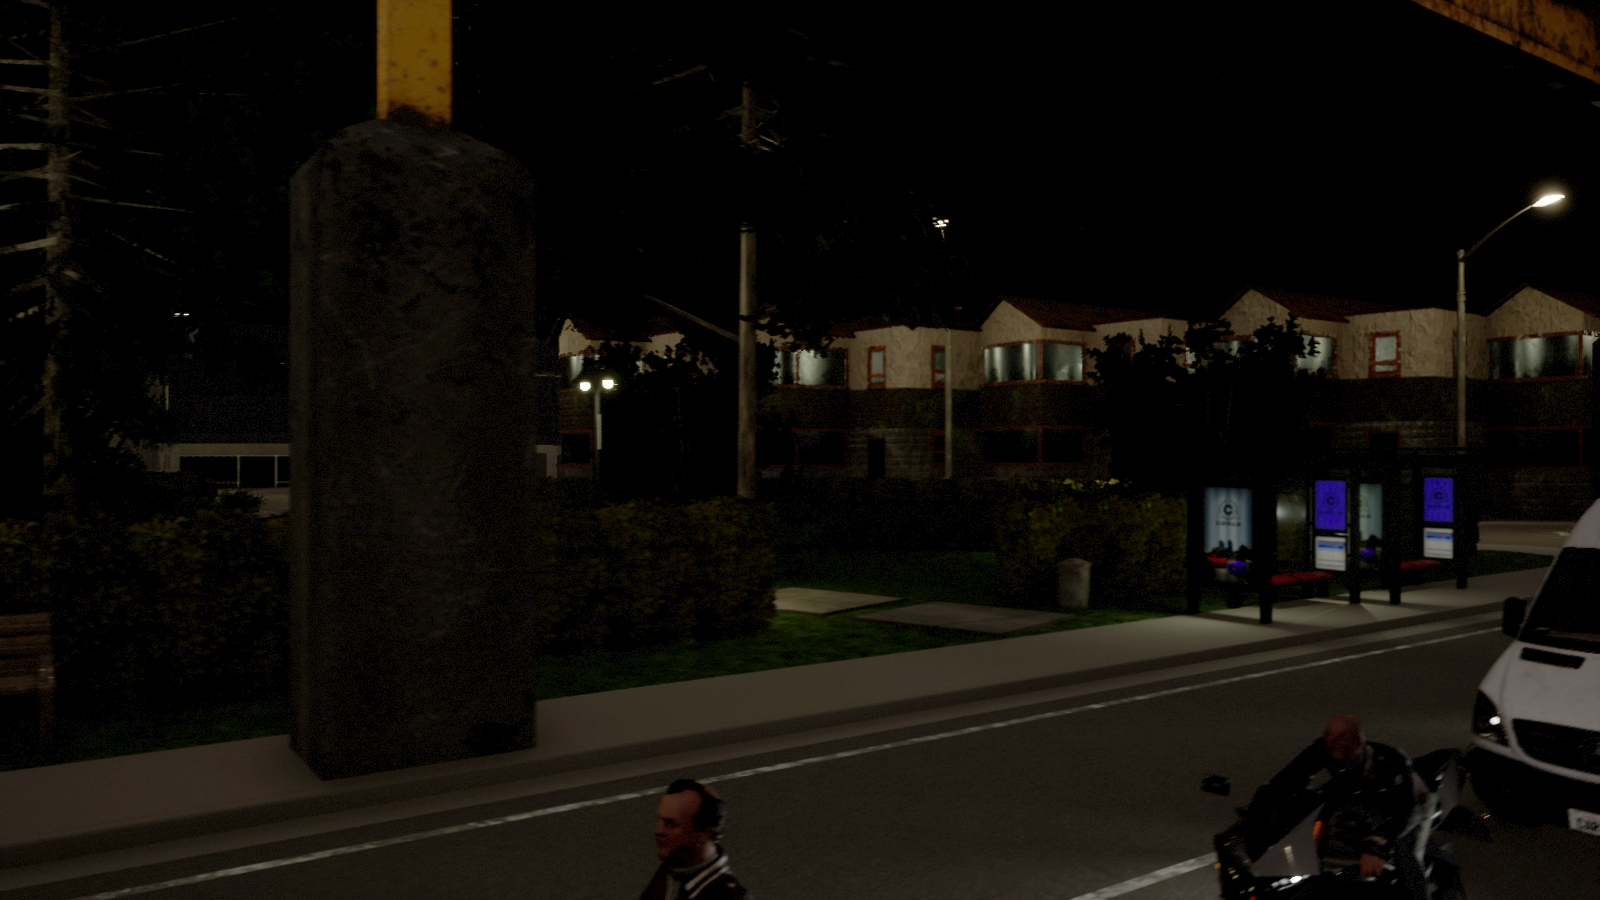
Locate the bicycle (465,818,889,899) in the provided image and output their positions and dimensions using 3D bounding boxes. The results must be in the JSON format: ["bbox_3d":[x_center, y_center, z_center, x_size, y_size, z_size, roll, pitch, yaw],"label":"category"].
[{"bbox_3d":[-0.555,2.047,3.384,1.835,1.496,0.329,0,0,-35],"label":"bicycle"}]

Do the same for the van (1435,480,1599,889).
[{"bbox_3d":[7.531,1.533,9.034,5.915,2.561,1.988,0,0,-35],"label":"van"}]

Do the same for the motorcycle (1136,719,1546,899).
[{"bbox_3d":[2.751,2.203,5.705,2.209,1.254,0.867,0,0,-35],"label":"motorcycle"}]
